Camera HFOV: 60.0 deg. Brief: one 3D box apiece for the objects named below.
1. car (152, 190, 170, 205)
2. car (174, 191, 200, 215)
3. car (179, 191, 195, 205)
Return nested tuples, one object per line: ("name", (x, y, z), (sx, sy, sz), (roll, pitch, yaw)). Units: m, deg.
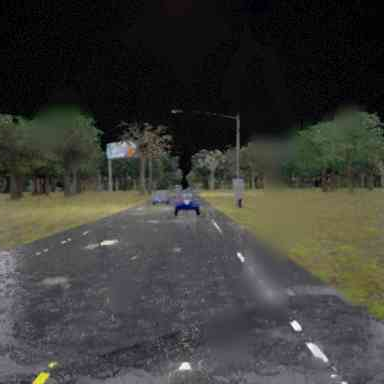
("car", (-4.181, 0.762, 45.843), (2.150, 2.045, 5.566), (0, 1, -1))
("car", (-0.428, 0.909, 29.743), (2.150, 2.045, 5.566), (0, 1, -1))
("car", (-0.622, 0.769, 45.911), (2.097, 1.767, 4.553), (0, 1, 0))
